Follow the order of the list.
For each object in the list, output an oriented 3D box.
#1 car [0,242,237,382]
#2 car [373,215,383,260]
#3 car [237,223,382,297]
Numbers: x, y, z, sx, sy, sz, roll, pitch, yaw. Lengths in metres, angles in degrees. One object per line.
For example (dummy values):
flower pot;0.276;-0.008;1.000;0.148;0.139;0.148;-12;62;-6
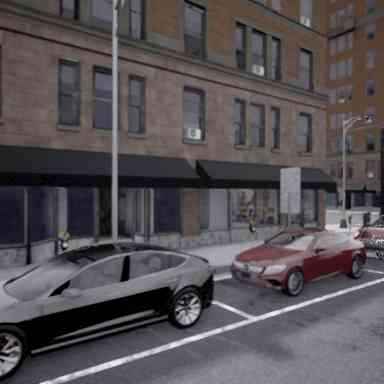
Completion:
car;-1.575;1.573;5.414;4.313;1.339;1.947;0;0;-36
car;7.367;1.493;11.826;4.097;1.590;1.967;0;0;-36
car;2.896;1.612;8.620;4.206;1.307;1.802;0;0;-36
